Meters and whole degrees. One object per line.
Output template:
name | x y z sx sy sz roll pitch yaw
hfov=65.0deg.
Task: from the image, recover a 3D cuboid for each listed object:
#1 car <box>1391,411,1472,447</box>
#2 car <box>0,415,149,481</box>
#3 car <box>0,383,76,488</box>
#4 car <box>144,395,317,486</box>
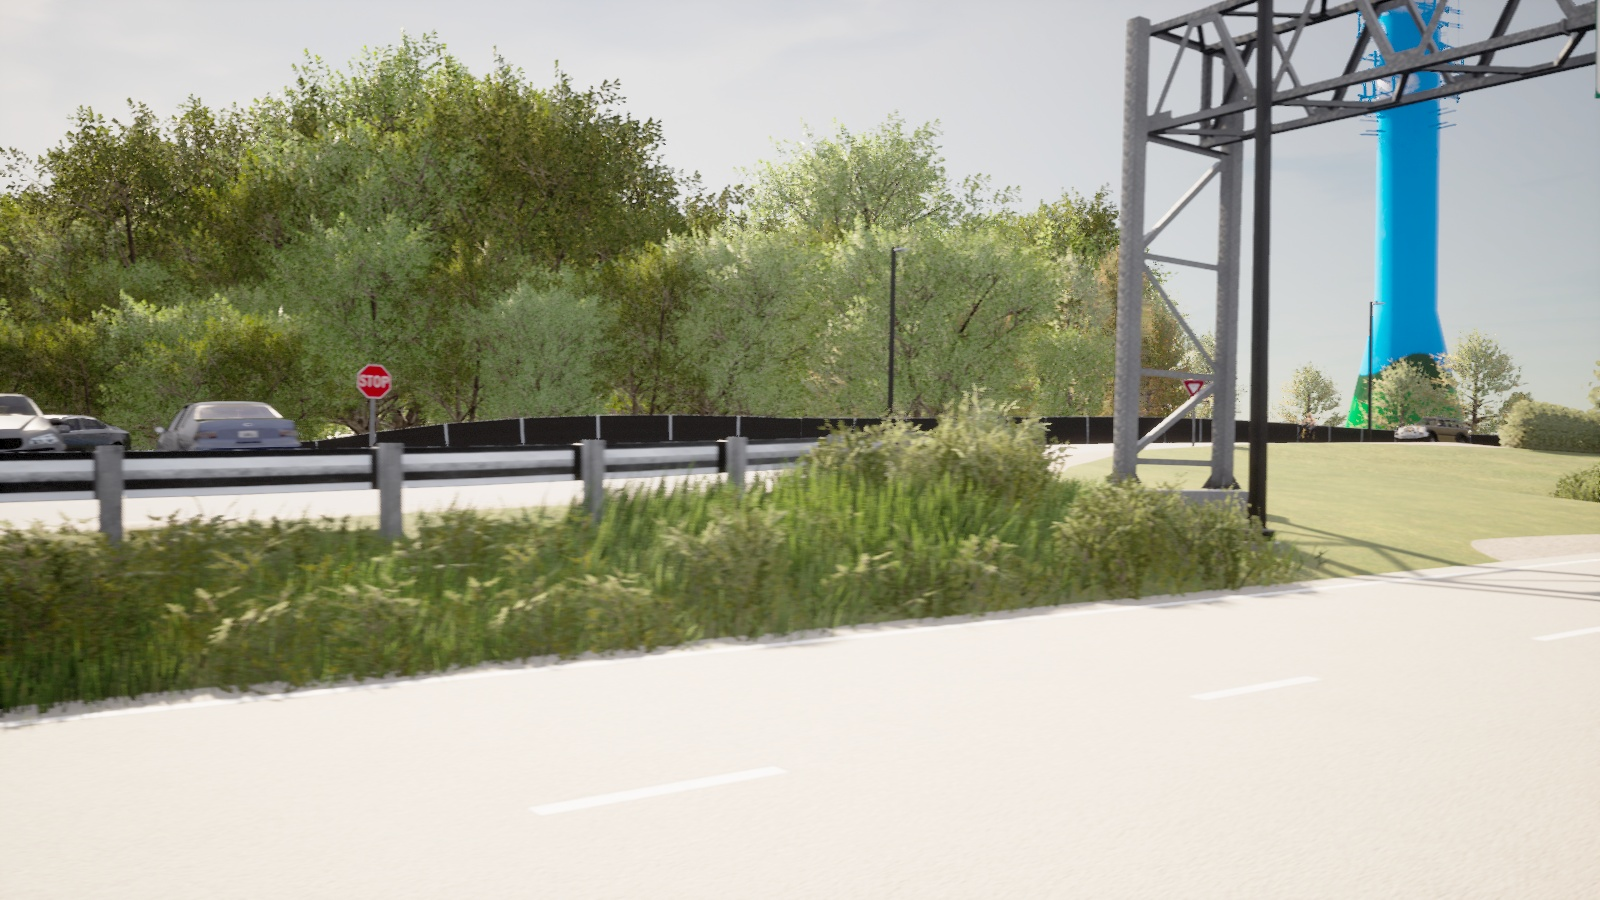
car | 36.810 -1.193 73.172 4.605 1.855 1.932 3 -2 -30
car | -18.751 -0.082 31.320 2.128 1.511 4.902 -2 1 5
car | -14.175 -0.187 21.875 2.242 1.667 4.611 -3 1 -35
car | -10.448 -0.144 22.781 2.033 1.411 5.357 -2 1 -33
